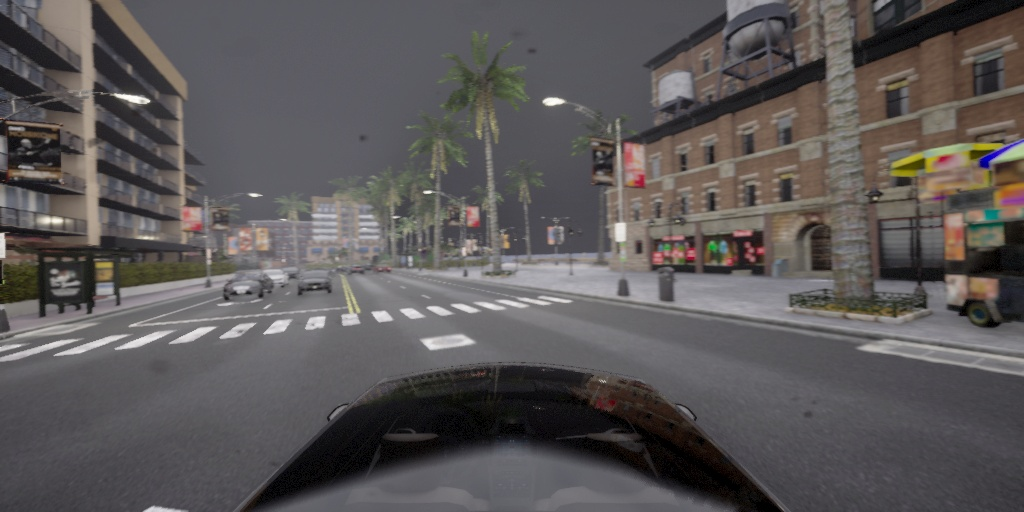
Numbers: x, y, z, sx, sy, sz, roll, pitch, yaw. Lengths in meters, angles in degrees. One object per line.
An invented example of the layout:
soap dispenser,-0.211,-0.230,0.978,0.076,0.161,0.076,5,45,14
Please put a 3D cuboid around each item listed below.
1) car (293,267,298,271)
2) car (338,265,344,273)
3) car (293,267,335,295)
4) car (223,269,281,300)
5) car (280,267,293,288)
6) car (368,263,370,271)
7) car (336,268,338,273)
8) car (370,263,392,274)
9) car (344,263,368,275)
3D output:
car,-25.194,1.954,40.940,1.882,1.535,5.008,-2,0,-26
car,-27.153,2.103,58.239,1.895,1.301,4.718,-2,0,-38
car,-12.726,1.618,23.365,1.837,1.490,4.892,-2,0,-26
car,-15.811,1.707,21.705,2.128,1.511,4.902,-2,0,-26
car,-19.717,1.850,29.738,1.812,1.442,4.674,-2,0,-26
car,-24.327,1.913,60.299,1.837,1.490,4.892,-2,0,-38
car,-16.966,1.778,32.098,2.033,1.411,5.357,-2,0,-26
car,-18.798,1.849,51.774,1.895,1.301,4.718,-2,0,-30
car,-21.564,1.846,49.519,1.837,1.490,4.892,-2,0,-30
